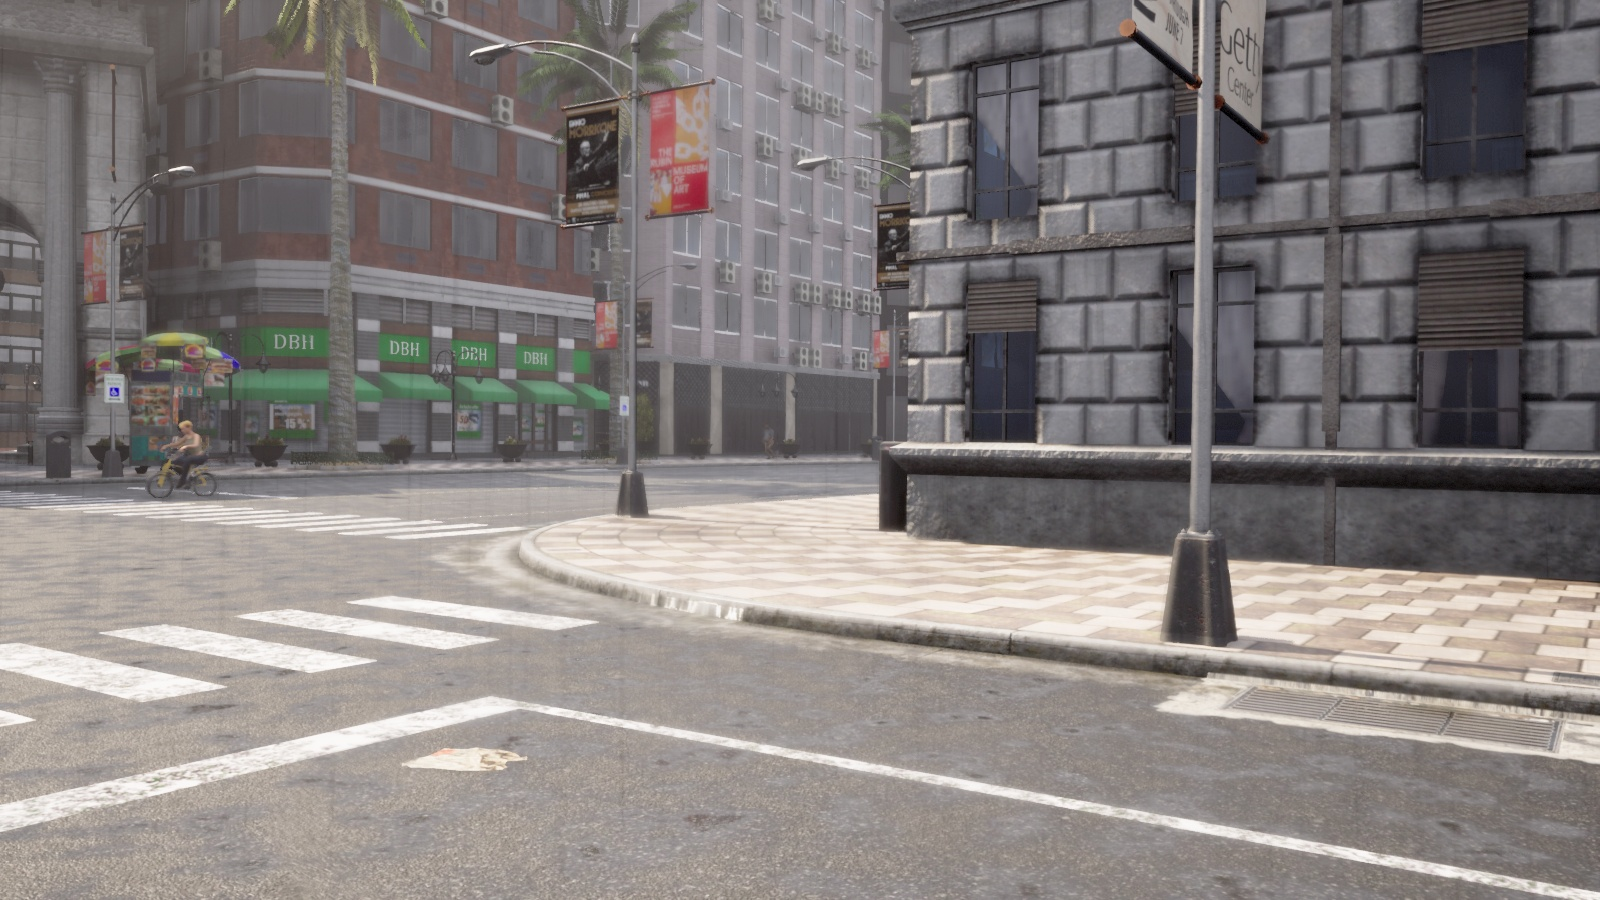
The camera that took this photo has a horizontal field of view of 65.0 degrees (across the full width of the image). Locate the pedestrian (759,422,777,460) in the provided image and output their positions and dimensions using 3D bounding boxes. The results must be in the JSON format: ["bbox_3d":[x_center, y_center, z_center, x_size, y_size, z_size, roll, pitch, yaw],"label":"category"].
[{"bbox_3d":[-1.534,-0.427,60.693,0.540,1.848,0.694,0,1,44],"label":"pedestrian"}]

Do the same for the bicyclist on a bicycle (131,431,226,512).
[{"bbox_3d":[-12.872,0.429,26.052,0.866,1.612,1.509,0,1,34],"label":"bicyclist on a bicycle"}]
